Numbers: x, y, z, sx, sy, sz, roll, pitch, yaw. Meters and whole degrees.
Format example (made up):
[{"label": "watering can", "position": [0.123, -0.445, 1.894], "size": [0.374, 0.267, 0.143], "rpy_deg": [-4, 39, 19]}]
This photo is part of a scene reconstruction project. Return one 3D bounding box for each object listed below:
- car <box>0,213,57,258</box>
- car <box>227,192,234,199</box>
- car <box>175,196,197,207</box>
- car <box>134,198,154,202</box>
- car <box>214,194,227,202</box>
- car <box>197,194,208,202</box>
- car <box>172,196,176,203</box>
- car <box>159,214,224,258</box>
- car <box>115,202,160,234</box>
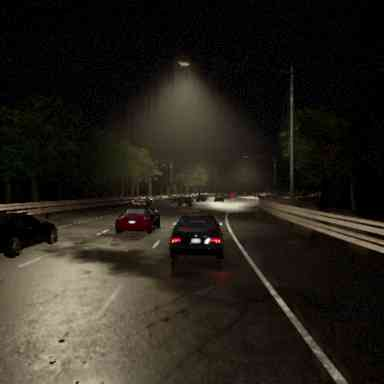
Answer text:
[{"label": "car", "position": [-6.747, 1.489, 12.406], "size": [1.812, 1.442, 4.674], "rpy_deg": [0, 0, 2]}, {"label": "car", "position": [9.635, 1.298, 91.363], "size": [1.994, 1.385, 4.181], "rpy_deg": [0, 0, 12]}, {"label": "car", "position": [-0.787, 1.415, 47.881], "size": [1.837, 1.490, 4.892], "rpy_deg": [0, 0, 6]}, {"label": "car", "position": [-5.359, 1.413, 37.025], "size": [2.128, 1.511, 4.902], "rpy_deg": [0, 0, 5]}, {"label": "car", "position": [5.994, 1.377, 72.101], "size": [1.994, 1.385, 4.181], "rpy_deg": [0, 0, 10]}, {"label": "car", "position": [2.166, 1.184, 70.234], "size": [2.097, 1.767, 4.553], "rpy_deg": [0, 0, 10]}, {"label": "car", "position": [-2.461, 1.455, 63.485], "size": [1.895, 1.301, 4.718], "rpy_deg": [0, 0, 9]}, {"label": "car", "position": [0.204, 1.525, 12.616], "size": [2.033, 1.411, 5.357], "rpy_deg": [0, 0, 2]}, {"label": "car", "position": [-2.997, 1.523, 19.132], "size": [1.994, 1.385, 4.181], "rpy_deg": [0, 0, 3]}]
